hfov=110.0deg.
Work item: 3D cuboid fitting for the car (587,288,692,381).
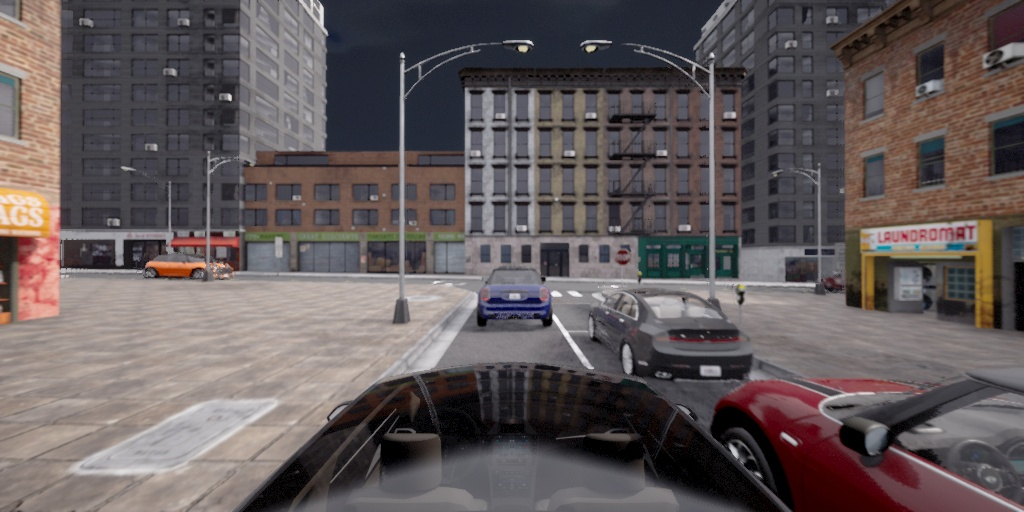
[{"bbox_3d":[2.632,1.285,6.949,2.007,1.370,4.403,0,0,0],"label":"car"}]

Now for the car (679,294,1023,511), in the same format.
[{"bbox_3d":[2.640,1.190,1.445,1.967,1.591,4.097,0,0,0],"label":"car"}]

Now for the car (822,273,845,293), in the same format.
[{"bbox_3d":[22.657,1.759,23.051,4.674,1.442,1.812,1,0,0],"label":"car"}]

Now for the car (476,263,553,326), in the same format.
[{"bbox_3d":[0.065,1.073,11.645,2.097,1.767,4.553,0,0,0],"label":"car"}]

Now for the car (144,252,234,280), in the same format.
[{"bbox_3d":[-20.733,0.676,23.176,4.553,1.767,2.097,1,0,0],"label":"car"}]
